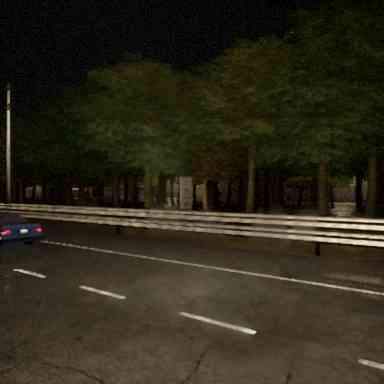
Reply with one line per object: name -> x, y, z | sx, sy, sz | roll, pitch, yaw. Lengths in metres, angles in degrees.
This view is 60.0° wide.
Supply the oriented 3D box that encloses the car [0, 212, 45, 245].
car -> -8.493, 1.550, 14.223 | 5.357, 1.411, 2.033 | 0, 0, 35
